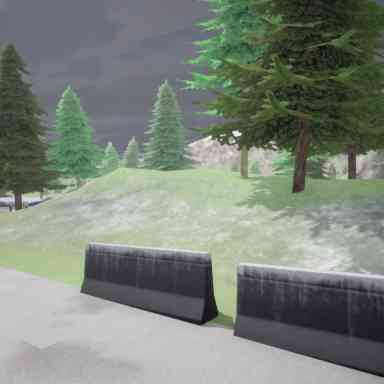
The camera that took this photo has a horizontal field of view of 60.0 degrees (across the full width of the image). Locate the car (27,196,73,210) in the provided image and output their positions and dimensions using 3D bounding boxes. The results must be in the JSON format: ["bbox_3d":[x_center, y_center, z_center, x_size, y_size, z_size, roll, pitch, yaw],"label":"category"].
[{"bbox_3d":[-18.452,1.374,42.769,5.008,1.535,1.882,0,0,-42],"label":"car"}]

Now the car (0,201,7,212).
[{"bbox_3d":[-21.855,1.398,34.364,2.128,1.511,4.902,0,0,42],"label":"car"}]
